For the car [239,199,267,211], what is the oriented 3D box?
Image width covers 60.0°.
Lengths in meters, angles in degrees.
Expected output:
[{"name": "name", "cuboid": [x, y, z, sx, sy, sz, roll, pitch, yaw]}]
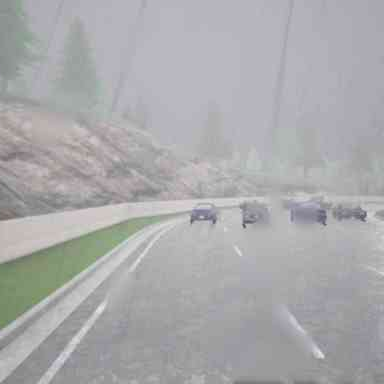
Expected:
[{"name": "car", "cuboid": [7.615, 1.592, 41.260, 1.895, 1.301, 4.718, 0, 0, 32]}]

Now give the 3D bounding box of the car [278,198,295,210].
[{"name": "car", "cuboid": [12.186, 1.483, 41.268, 2.128, 1.511, 4.902, 0, 0, 34]}]

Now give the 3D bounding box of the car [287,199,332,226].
[{"name": "car", "cuboid": [8.189, 1.473, 23.637, 1.882, 1.535, 5.008, 0, 0, 11]}]

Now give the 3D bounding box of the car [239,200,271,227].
[{"name": "car", "cuboid": [4.354, 1.543, 22.579, 2.033, 1.411, 5.357, 0, 0, 9]}]

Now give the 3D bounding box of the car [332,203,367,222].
[{"name": "car", "cuboid": [12.434, 1.595, 26.546, 1.895, 1.301, 4.718, 0, 0, 16]}]

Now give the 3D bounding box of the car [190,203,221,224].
[{"name": "car", "cuboid": [1.060, 1.521, 24.647, 1.812, 1.442, 4.674, 0, 0, 10]}]

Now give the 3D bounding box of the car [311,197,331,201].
[{"name": "car", "cuboid": [15.288, 1.343, 39.569, 2.097, 1.767, 4.553, 0, 0, 35]}]
